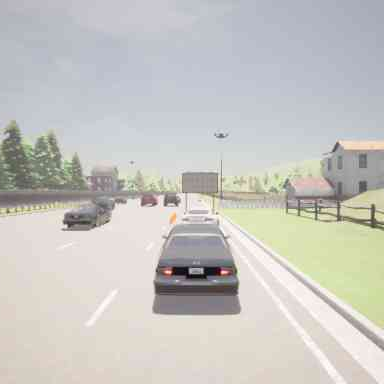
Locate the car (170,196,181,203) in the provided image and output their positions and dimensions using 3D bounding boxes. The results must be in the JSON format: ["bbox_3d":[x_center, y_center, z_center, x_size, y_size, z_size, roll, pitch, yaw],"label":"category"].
[{"bbox_3d":[-3.307,1.564,68.577,1.994,1.385,4.181,0,0,0],"label":"car"}]

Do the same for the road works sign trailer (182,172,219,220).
[{"bbox_3d":[0.518,0.464,22.071,2.380,3.560,2.880,0,0,-3],"label":"road works sign trailer"}]

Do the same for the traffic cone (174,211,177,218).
[{"bbox_3d":[-1.453,1.955,25.181,0.340,0.580,0.340,0,0,0],"label":"traffic cone"}]

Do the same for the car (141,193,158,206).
[{"bbox_3d":[-6.827,1.223,53.677,2.150,2.045,5.566,0,0,0],"label":"car"}]

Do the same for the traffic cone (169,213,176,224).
[{"bbox_3d":[-1.456,1.955,23.181,0.340,0.580,0.340,0,0,0],"label":"traffic cone"}]

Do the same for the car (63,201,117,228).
[{"bbox_3d":[-6.870,1.547,22.306,2.033,1.411,5.357,0,0,0],"label":"car"}]

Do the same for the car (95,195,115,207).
[{"bbox_3d":[-13.829,1.352,53.136,2.097,1.767,4.553,0,0,0],"label":"car"}]

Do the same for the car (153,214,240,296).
[{"bbox_3d":[0.110,1.547,8.825,2.033,1.411,5.357,0,0,1],"label":"car"}]

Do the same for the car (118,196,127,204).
[{"bbox_3d":[-13.813,1.525,63.738,1.812,1.442,4.674,0,0,0],"label":"car"}]

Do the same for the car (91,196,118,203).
[{"bbox_3d":[-10.347,1.352,38.320,2.097,1.767,4.553,0,0,0],"label":"car"}]

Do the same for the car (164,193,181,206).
[{"bbox_3d":[-3.327,1.221,53.362,2.150,2.045,5.566,0,0,0],"label":"car"}]

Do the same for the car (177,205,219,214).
[{"bbox_3d":[0.482,1.540,18.457,1.812,1.442,4.674,-1,-1,6],"label":"car"}]
